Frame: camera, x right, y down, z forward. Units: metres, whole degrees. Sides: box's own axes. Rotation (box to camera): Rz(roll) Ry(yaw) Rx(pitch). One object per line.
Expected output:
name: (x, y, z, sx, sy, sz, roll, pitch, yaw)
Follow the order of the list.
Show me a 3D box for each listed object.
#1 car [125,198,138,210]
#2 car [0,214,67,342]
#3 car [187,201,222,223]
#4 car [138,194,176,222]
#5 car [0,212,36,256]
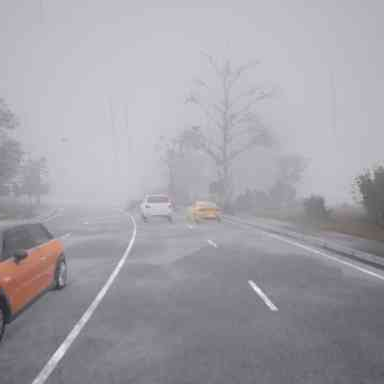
car: (-7.401, 1.540, 42.803, 1.837, 1.490, 4.892, 0, 0, -19)
car: (-3.895, 1.370, 5.989, 2.097, 1.767, 4.553, 0, 0, -4)
car: (0.865, 1.461, 25.680, 1.882, 1.535, 5.008, 0, 0, -11)
car: (-2.934, 1.232, 26.778, 2.150, 2.045, 5.566, 0, 0, -11)
car: (-7.958, 1.604, 13.147, 1.994, 1.385, 4.181, 0, 0, -6)
